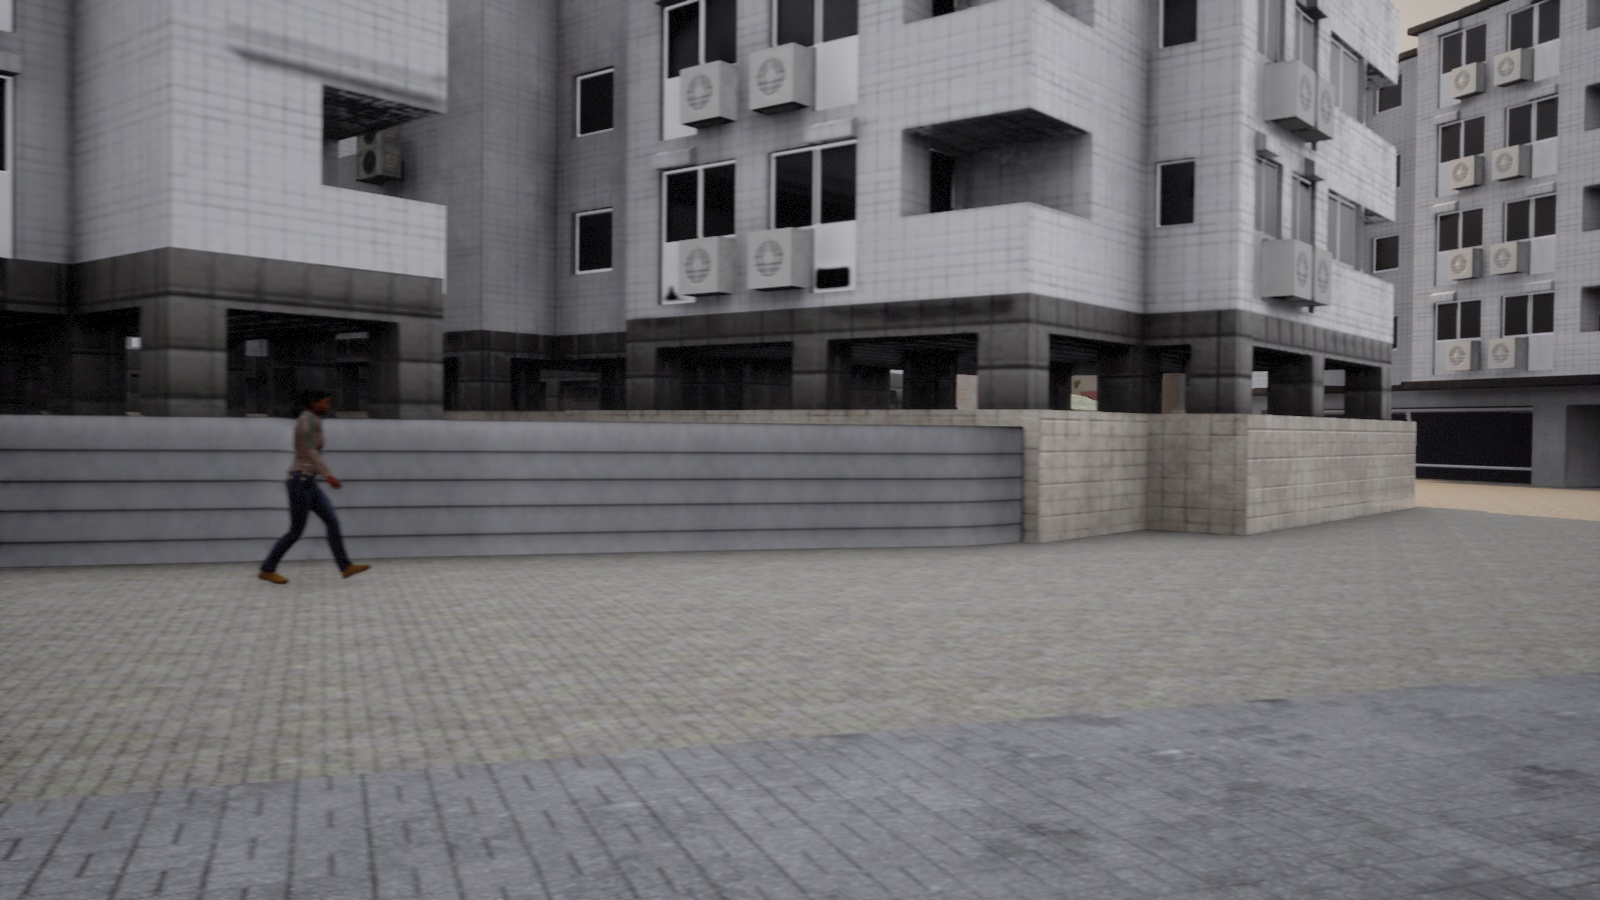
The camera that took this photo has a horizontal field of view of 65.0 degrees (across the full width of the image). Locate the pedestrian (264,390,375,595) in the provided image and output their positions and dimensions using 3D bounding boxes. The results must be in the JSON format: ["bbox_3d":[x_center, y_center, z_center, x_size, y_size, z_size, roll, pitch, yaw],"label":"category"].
[{"bbox_3d":[-4.320,0.370,11.317,0.869,1.805,0.328,-1,1,-12],"label":"pedestrian"}]
